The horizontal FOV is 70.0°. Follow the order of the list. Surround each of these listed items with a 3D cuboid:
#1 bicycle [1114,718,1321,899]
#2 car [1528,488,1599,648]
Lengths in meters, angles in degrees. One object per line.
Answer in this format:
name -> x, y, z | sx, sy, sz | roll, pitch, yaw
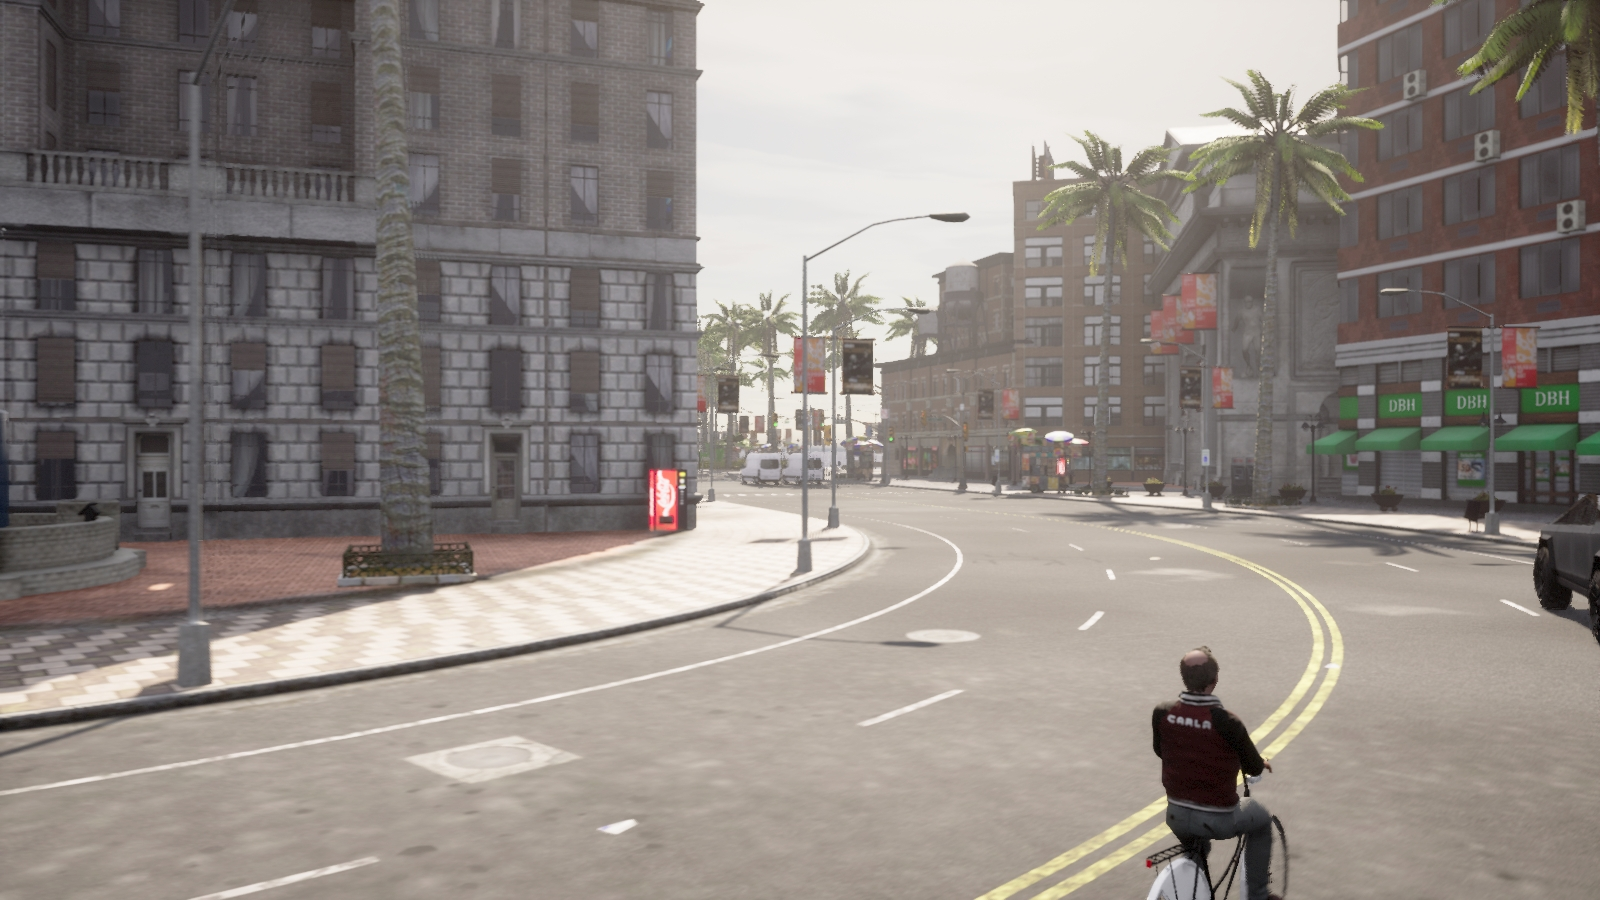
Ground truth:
bicycle -> 2.294, 2.211, 6.141 | 0.329, 1.171, 1.835 | 0, 0, 44
car -> 13.319, 1.756, 17.781 | 2.390, 2.098, 6.274 | 0, 0, 23
